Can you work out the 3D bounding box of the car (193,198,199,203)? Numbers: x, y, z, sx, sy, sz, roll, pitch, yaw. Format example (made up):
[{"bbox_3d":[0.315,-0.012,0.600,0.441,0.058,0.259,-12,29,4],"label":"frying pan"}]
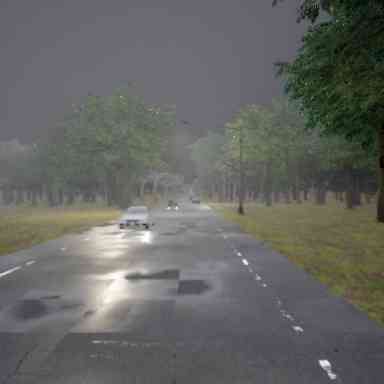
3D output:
[{"bbox_3d":[1.048,2.361,93.134,1.801,1.575,5.366,0,0,0],"label":"car"}]

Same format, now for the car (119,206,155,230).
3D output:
[{"bbox_3d":[-3.607,1.680,22.466,1.812,1.442,4.674,0,-1,0],"label":"car"}]

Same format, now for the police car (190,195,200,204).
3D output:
[{"bbox_3d":[1.048,2.240,83.054,1.930,1.638,5.238,0,-1,0],"label":"police car"}]

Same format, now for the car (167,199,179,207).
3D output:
[{"bbox_3d":[-3.532,2.113,62.988,1.837,1.490,4.892,0,-1,1],"label":"car"}]
